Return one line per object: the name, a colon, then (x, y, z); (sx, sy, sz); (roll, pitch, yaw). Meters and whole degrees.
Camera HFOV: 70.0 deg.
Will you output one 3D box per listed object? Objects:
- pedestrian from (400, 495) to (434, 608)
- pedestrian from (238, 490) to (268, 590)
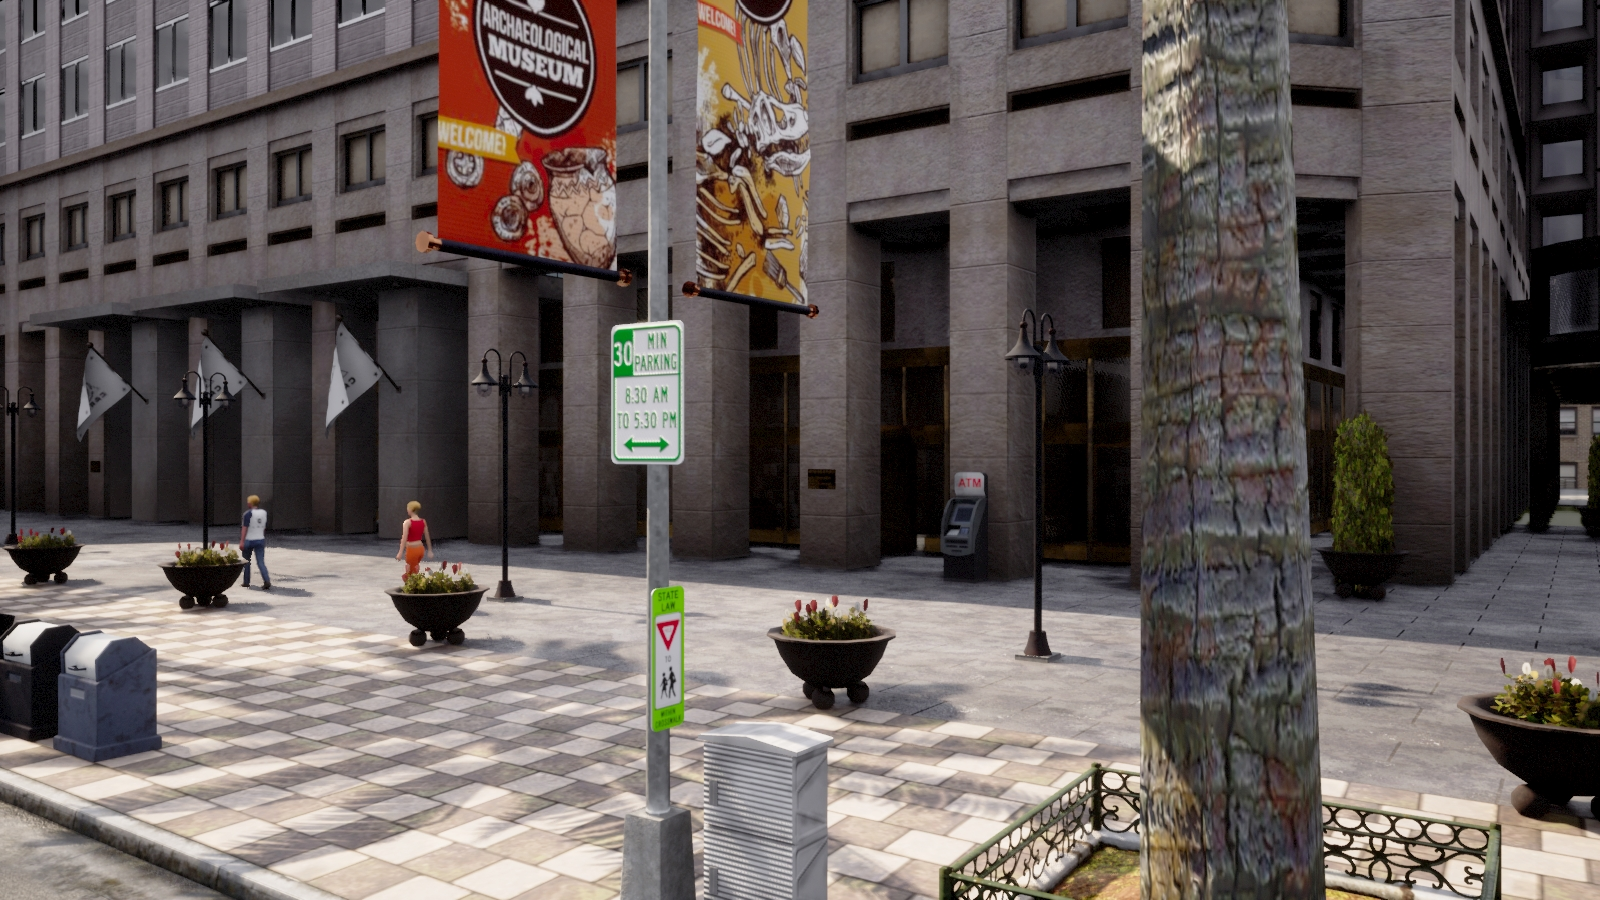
pedestrian: (-6.469, 1.706, 19.302); (0.375, 1.860, 0.375); (0, 0, 29)
pedestrian: (-10.423, 1.701, 21.764); (0.375, 1.860, 0.375); (0, 0, 33)
